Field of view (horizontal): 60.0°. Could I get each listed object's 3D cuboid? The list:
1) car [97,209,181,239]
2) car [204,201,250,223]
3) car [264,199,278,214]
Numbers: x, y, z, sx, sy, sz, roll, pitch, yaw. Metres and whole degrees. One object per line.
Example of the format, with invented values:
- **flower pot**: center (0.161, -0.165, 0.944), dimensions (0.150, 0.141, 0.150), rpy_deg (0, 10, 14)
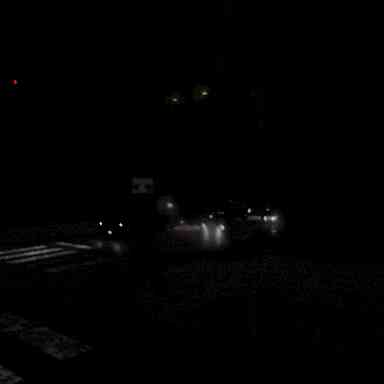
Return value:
- **car**: center (-2.694, 1.626, 17.838), dimensions (1.895, 1.301, 4.718), rpy_deg (0, 0, 35)
- **car**: center (2.758, 1.476, 25.499), dimensions (2.128, 1.511, 4.902), rpy_deg (0, 0, 35)
- **car**: center (8.638, 1.433, 33.745), dimensions (2.128, 1.511, 4.902), rpy_deg (0, 0, 36)
